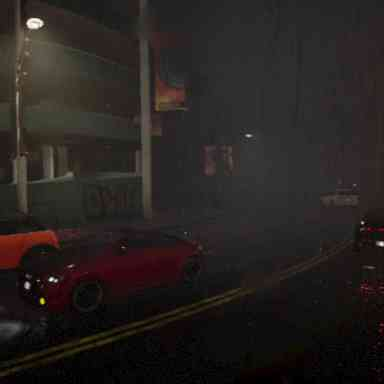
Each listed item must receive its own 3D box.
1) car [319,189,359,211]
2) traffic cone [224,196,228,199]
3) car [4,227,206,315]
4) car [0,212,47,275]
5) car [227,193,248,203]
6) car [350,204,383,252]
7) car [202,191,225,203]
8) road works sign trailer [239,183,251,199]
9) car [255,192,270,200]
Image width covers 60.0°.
[{"bbox_3d":[14.494,0.763,33.066,2.150,2.045,5.566,-1,0,4],"label":"car"},{"bbox_3d":[8.279,1.300,78.496,0.340,0.580,0.340,-1,0,-12],"label":"traffic cone"},{"bbox_3d":[-1.641,1.544,7.624,4.181,1.385,1.994,-1,1,-43],"label":"car"},{"bbox_3d":[-5.885,1.397,8.613,4.553,1.767,2.097,-1,0,-39],"label":"car"},{"bbox_3d":[7.716,0.987,54.980,1.882,1.535,5.008,-1,0,-12],"label":"car"},{"bbox_3d":[7.257,1.305,12.210,1.837,1.490,4.892,0,1,36],"label":"car"},{"bbox_3d":[3.661,1.070,57.240,1.837,1.490,4.892,-1,0,-12],"label":"car"},{"bbox_3d":[11.201,-0.197,71.965,2.380,3.560,2.880,-1,0,-12],"label":"road works sign trailer"},{"bbox_3d":[14.799,0.772,70.038,2.231,1.521,4.892,-1,0,-12],"label":"car"}]
